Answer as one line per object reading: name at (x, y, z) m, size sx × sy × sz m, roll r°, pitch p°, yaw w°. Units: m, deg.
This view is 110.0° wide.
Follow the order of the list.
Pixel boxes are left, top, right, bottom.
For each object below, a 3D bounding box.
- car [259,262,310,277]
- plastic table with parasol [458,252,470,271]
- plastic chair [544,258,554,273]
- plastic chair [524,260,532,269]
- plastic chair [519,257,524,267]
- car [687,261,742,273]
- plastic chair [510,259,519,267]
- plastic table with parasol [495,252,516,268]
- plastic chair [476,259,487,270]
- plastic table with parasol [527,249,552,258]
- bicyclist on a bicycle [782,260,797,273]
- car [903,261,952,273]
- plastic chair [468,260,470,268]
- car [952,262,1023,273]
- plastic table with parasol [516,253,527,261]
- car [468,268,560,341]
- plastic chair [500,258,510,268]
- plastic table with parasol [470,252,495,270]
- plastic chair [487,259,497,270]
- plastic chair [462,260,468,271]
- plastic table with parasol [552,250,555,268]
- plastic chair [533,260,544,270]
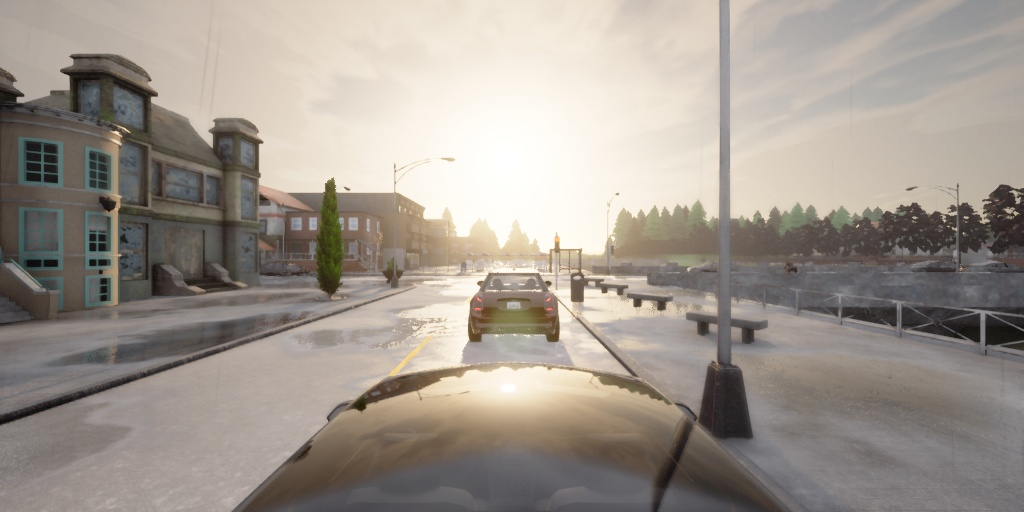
car at (-22.382, 1.297, 34.245) m, size 5.357 × 1.411 × 2.033 m, roll 0°, pitch 0°, yaw 0°
plastic table with parasol at (-6.950, 0.675, 56.569) m, size 2.482 × 2.480 × 2.482 m, roll 0°, pitch 0°, yaw 0°
plastic chair at (4.995, 1.279, 49.020) m, size 0.730 × 1.272 × 0.750 m, roll 0°, pitch 0°, yaw 0°
plastic chair at (2.396, 1.279, 49.228) m, size 0.730 × 1.272 × 0.750 m, roll 0°, pitch 0°, yaw 0°
plastic chair at (1.246, 1.279, 63.364) m, size 0.750 × 1.272 × 0.730 m, roll 0°, pitch 0°, yaw 0°
car at (19.234, 1.240, 34.077) m, size 4.902 × 1.511 × 2.128 m, roll 0°, pitch 0°, yaw 0°
plastic chair at (0.321, 1.279, 56.835) m, size 0.730 × 1.272 × 0.750 m, roll 0°, pitch 0°, yaw 0°
plastic table with parasol at (-1.029, 0.675, 56.940) m, size 2.482 × 2.480 × 2.482 m, roll 0°, pitch 0°, yaw 0°
plastic chair at (-4.206, 1.279, 48.750) m, size 0.750 × 1.272 × 0.730 m, roll 0°, pitch 0°, yaw 0°
plastic table with parasol at (3.736, 0.675, 49.194) m, size 2.482 × 2.480 × 2.482 m, roll 0°, pitch 0°, yaw 0°
bicyclist on a bicycle at (19.889, 1.099, 25.676) m, size 0.582 × 1.620 × 1.656 m, roll 0°, pitch 0°, yaw 0°
car at (39.385, 1.256, 33.990) m, size 4.892 × 1.490 × 1.837 m, roll 0°, pitch 0°, yaw 0°
plastic chair at (-5.401, 1.279, 50.054) m, size 0.730 × 1.272 × 0.750 m, roll 0°, pitch 0°, yaw 0°
car at (40.464, 1.255, 29.898) m, size 4.892 × 1.490 × 1.837 m, roll 0°, pitch 0°, yaw 1°
plastic table with parasol at (1.366, 0.675, 64.542) m, size 2.482 × 2.480 × 2.482 m, roll 0°, pitch 0°, yaw 0°
car at (0.065, 1.102, 9.995) m, size 2.097 × 1.767 × 4.553 m, roll 0°, pitch 0°, yaw 1°
plastic chair at (-1.083, 1.279, 55.740) m, size 0.750 × 1.272 × 0.730 m, roll 0°, pitch 0°, yaw 0°
plastic table with parasol at (-4.082, 0.675, 49.970) m, size 2.482 × 2.480 × 2.482 m, roll 0°, pitch 0°, yaw 0°
plastic chair at (-2.802, 1.279, 49.846) m, size 0.730 × 1.272 × 0.750 m, roll 0°, pitch 0°, yaw 0°
plastic chair at (-6.880, 1.279, 55.391) m, size 0.750 × 1.272 × 0.730 m, roll 0°, pitch 0°, yaw 0°
plastic table with parasol at (5.174, 0.675, 57.819) m, size 2.482 × 2.480 × 2.482 m, roll 0°, pitch 0°, yaw 0°
plastic chair at (3.592, 1.279, 47.924) m, size 0.750 × 1.272 × 0.730 m, roll 0°, pitch 0°, yaw 0°
